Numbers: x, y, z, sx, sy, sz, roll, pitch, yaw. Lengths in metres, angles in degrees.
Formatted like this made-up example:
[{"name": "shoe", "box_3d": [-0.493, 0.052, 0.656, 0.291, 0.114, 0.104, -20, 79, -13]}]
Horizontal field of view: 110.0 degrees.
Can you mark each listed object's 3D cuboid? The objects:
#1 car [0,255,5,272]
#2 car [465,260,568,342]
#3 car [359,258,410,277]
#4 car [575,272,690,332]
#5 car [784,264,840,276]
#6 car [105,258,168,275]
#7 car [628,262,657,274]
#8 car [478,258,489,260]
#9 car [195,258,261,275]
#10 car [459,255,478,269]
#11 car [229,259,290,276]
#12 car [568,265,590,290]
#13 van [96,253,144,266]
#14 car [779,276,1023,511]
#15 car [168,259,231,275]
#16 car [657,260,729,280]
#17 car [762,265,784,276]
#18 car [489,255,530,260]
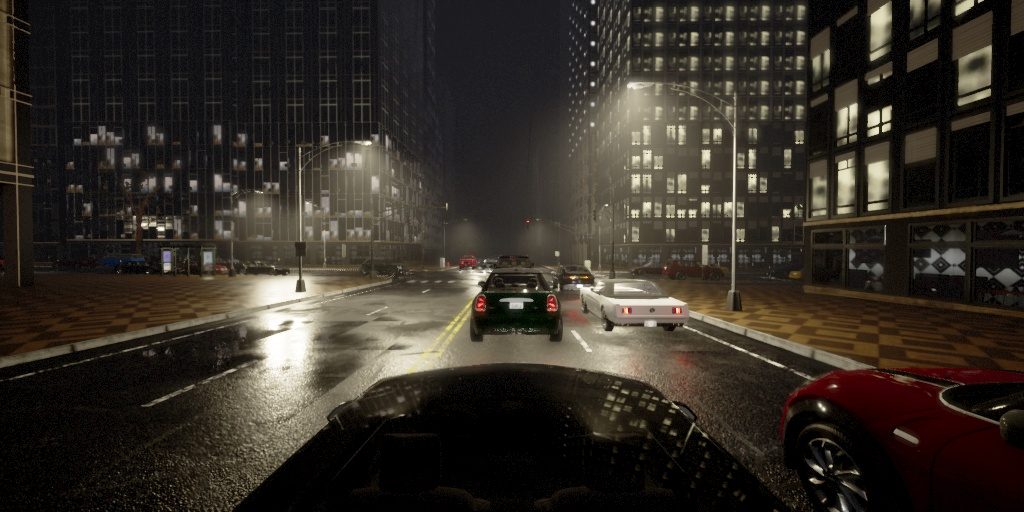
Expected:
[{"name": "car", "box_3d": [-51.668, 0.648, 36.175, 4.553, 1.767, 2.097, 1, 1, 2]}, {"name": "car", "box_3d": [0.100, 1.099, 9.934, 2.097, 1.767, 4.553, 0, 0, 0]}, {"name": "car", "box_3d": [-12.227, 1.021, 34.624, 4.553, 1.767, 2.097, 1, 1, 10]}, {"name": "car", "box_3d": [3.351, 1.347, 10.884, 1.895, 1.301, 4.718, 0, 0, 0]}, {"name": "car", "box_3d": [27.643, 1.578, 32.080, 4.829, 1.417, 1.751, 0, 0, 1]}, {"name": "car", "box_3d": [-34.095, 1.069, 33.113, 4.313, 1.339, 1.948, 0, 0, 1]}, {"name": "car", "box_3d": [15.228, 1.398, 38.099, 5.357, 1.411, 2.033, 1, 1, 2]}, {"name": "car", "box_3d": [-3.342, 1.206, 52.485, 2.128, 1.511, 4.902, 0, 0, 0]}, {"name": "car", "box_3d": [-28.137, 1.005, 35.623, 4.902, 1.511, 2.128, 1, 1, 1]}, {"name": "car", "box_3d": [-6.596, 0.935, 54.017, 2.150, 2.045, 5.566, 0, 0, 0]}, {"name": "car", "box_3d": [-22.730, 1.173, 32.806, 4.313, 1.339, 1.948, 0, 0, 1]}, {"name": "car", "box_3d": [3.351, 1.245, 20.142, 1.837, 1.490, 4.892, 0, 0, 0]}, {"name": "van", "box_3d": [-45.286, 0.604, 41.774, 3.998, 1.789, 1.690, 0, 0, 1]}, {"name": "car", "box_3d": [3.349, 1.102, 1.197, 2.097, 1.767, 4.553, 0, 0, 0]}, {"name": "car", "box_3d": [-28.414, 1.137, 32.939, 4.207, 1.307, 1.802, 0, 0, 1]}, {"name": "car", "box_3d": [16.195, 1.268, 32.277, 5.009, 1.841, 2.192, 0, 0, 1]}, {"name": "car", "box_3d": [29.621, 1.525, 37.824, 5.357, 1.411, 2.033, 1, 1, 1]}, {"name": "car", "box_3d": [0.101, 0.963, 19.646, 2.150, 2.045, 5.566, 0, 0, 0]}]
